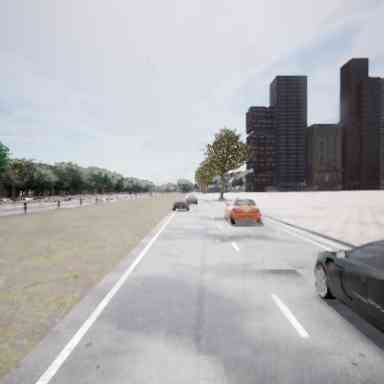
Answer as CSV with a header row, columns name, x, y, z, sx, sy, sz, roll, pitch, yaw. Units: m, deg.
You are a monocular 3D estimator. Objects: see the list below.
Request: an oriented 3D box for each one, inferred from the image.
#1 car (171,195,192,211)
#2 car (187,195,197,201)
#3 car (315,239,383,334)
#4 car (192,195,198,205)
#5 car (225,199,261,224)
name,x,y,z,sx,sy,sz,roll,pitch,yaw
car,-1.235,1.379,38.198,1.812,1.442,4.674,0,0,0
car,-0.018,1.309,74.406,2.033,1.411,5.357,0,0,0
car,3.598,1.454,5.283,1.882,1.535,5.008,0,0,0
car,-0.013,1.382,55.612,1.994,1.385,4.181,0,0,0
car,3.595,1.250,24.111,2.097,1.767,4.553,0,0,0
